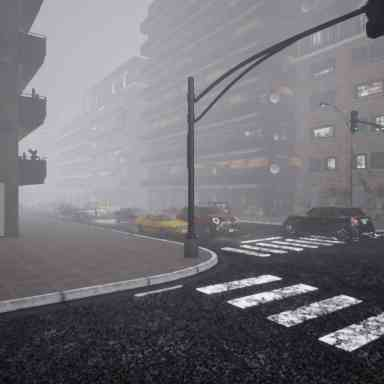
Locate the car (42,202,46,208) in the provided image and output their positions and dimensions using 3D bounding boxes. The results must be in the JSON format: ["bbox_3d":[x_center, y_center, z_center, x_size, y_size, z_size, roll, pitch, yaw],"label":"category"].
[{"bbox_3d":[-31.877,2.973,75.406,1.947,1.339,4.313,-1,0,-36],"label":"car"}]

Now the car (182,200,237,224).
[{"bbox_3d":[1.432,1.713,29.608,2.192,1.841,5.009,-1,0,-36],"label":"car"}]

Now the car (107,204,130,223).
[{"bbox_3d":[-5.142,2.017,28.891,2.033,1.411,5.357,0,-1,-36],"label":"car"}]

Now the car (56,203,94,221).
[{"bbox_3d":[-11.938,2.163,33.808,1.887,1.381,4.507,-1,0,-36],"label":"car"}]

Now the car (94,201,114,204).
[{"bbox_3d":[-12.431,2.290,49.534,1.801,1.575,5.366,0,-1,-36],"label":"car"}]

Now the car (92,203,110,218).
[{"bbox_3d":[-11.126,2.254,37.130,1.895,1.301,4.718,0,-1,-36],"label":"car"}]

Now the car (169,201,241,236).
[{"bbox_3d":[0.885,1.635,20.617,2.097,1.767,4.553,0,-1,-36],"label":"car"}]

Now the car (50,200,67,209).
[{"bbox_3d":[-28.552,2.623,70.827,2.192,1.841,5.009,-1,0,-36],"label":"car"}]

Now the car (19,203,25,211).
[{"bbox_3d":[-31.929,2.770,61.288,1.887,1.381,4.507,-1,0,-36],"label":"car"}]

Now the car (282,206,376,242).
[{"bbox_3d":[7.011,1.518,17.623,2.097,1.767,4.553,0,-1,-36],"label":"car"}]

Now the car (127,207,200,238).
[{"bbox_3d":[-1.844,1.833,19.930,1.752,1.417,4.829,-1,0,-36],"label":"car"}]

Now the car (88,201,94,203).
[{"bbox_3d":[-16.451,2.307,54.996,2.097,1.767,4.553,0,-1,-36],"label":"car"}]

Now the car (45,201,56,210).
[{"bbox_3d":[-25.268,2.755,61.995,1.895,1.301,4.718,0,-1,-36],"label":"car"}]

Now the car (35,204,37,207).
[{"bbox_3d":[-38.536,3.168,84.569,1.947,1.339,4.313,-1,0,-36],"label":"car"}]

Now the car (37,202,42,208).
[{"bbox_3d":[-35.210,3.050,79.986,1.887,1.381,4.507,-1,0,-36],"label":"car"}]

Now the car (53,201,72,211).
[{"bbox_3d":[-17.058,2.360,45.357,1.812,1.442,4.674,0,-1,-36],"label":"car"}]
